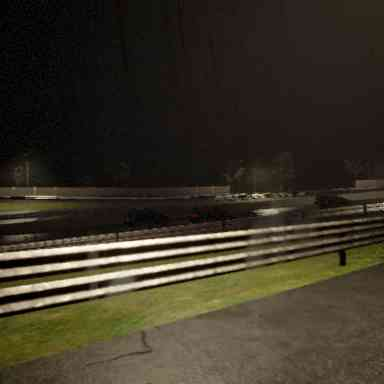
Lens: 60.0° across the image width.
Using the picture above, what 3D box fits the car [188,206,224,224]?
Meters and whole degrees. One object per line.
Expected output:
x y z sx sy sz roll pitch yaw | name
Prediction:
2.224 2.769 40.847 5.566 2.045 2.150 -4 2 -27 | car

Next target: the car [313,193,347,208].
22.928 1.378 55.202 5.566 2.045 2.150 -4 2 -27 | car

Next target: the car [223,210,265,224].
6.447 2.942 39.057 4.674 1.442 1.812 -4 2 -27 | car

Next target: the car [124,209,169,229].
-5.591 3.138 40.827 5.566 2.045 2.150 -4 2 -27 | car

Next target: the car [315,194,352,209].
21.831 1.555 50.729 5.566 2.045 2.150 -4 2 -27 | car
